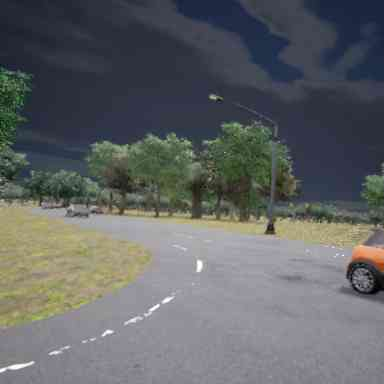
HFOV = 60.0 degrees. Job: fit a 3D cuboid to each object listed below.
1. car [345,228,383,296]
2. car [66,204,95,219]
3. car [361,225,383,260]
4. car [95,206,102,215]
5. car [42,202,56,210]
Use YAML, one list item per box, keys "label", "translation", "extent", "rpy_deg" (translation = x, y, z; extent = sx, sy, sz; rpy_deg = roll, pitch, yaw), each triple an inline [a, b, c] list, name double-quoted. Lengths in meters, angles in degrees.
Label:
- label: "car"
  translation: [5.923, 1.678, 7.316]
  extent: [2.097, 1.767, 4.553]
  rpy_deg: [5, -3, -32]
- label: "car"
  translation: [-12.991, 2.165, 37.863]
  extent: [1.837, 1.490, 4.892]
  rpy_deg: [6, -4, -31]
- label: "car"
  translation: [9.927, 2.354, 14.034]
  extent: [1.812, 1.442, 4.674]
  rpy_deg: [5, -3, -32]
- label: "car"
  translation: [-16.866, 3.100, 57.425]
  extent: [1.812, 1.442, 4.674]
  rpy_deg: [6, -4, -31]
- label: "car"
  translation: [-28.582, 2.809, 65.966]
  extent: [1.837, 1.490, 4.892]
  rpy_deg: [6, -4, -24]
